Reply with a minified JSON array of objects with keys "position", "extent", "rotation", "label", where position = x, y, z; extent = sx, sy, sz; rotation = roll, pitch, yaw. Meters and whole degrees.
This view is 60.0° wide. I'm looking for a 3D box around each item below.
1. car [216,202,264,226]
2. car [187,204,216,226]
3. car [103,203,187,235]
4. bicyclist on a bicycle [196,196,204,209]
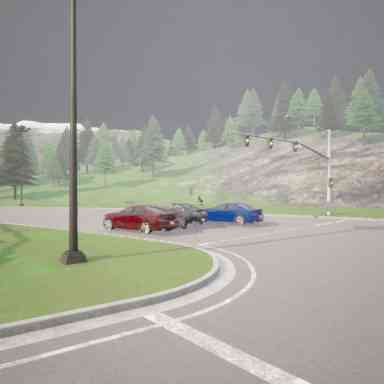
[{"position":[2.621,1.477,23.482],"extent":[5.008,1.535,1.882],"rotation":[0,0,39],"label":"car"},{"position":[-1.212,1.492,22.009],"extent":[4.902,1.511,2.128],"rotation":[0,0,37],"label":"car"},{"position":[-2.988,1.477,18.962],"extent":[5.008,1.535,1.882],"rotation":[0,0,38],"label":"car"},{"position":[0.900,1.302,38.405],"extent":[0.582,1.620,1.656],"rotation":[0,0,34],"label":"bicyclist on a bicycle"}]
